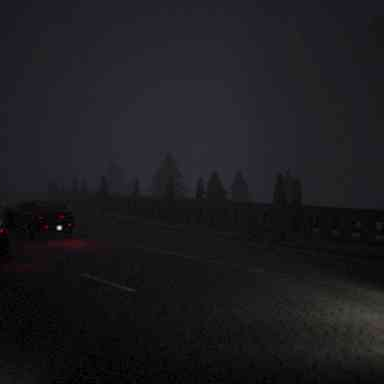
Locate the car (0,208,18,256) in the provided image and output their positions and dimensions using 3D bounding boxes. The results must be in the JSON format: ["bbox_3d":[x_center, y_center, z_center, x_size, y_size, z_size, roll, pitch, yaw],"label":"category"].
[{"bbox_3d":[-7.424,1.230,10.551,4.181,1.385,1.994,2,1,43],"label":"car"}]

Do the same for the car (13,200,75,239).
[{"bbox_3d":[-7.025,1.104,15.030,4.892,1.490,1.837,2,2,45],"label":"car"}]
